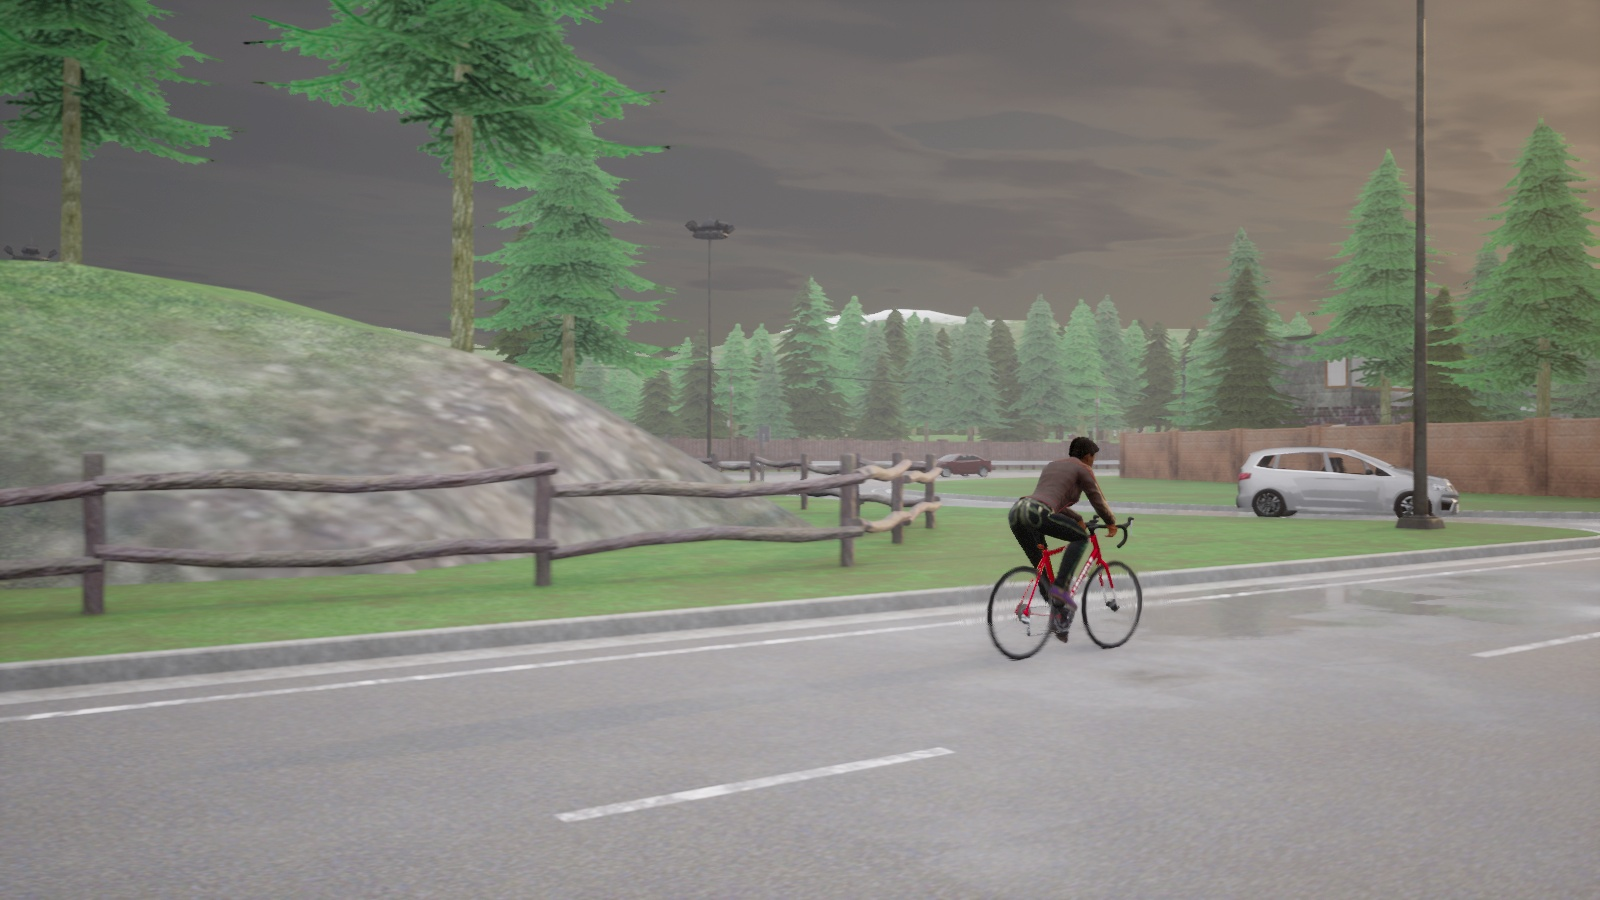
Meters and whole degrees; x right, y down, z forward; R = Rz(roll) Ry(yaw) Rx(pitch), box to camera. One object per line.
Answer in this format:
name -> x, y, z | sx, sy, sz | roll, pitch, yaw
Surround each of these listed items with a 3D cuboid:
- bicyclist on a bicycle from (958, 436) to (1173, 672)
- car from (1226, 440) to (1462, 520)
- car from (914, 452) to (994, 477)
bicyclist on a bicycle -> 1.993, 0.716, 9.317 | 1.656, 1.620, 0.582 | 0, 0, -35
car -> 12.249, 0.633, 28.340 | 4.611, 1.667, 2.242 | 0, 0, 32
car -> 9.630, 0.895, 78.286 | 5.008, 1.535, 1.882 | 0, 0, -35
